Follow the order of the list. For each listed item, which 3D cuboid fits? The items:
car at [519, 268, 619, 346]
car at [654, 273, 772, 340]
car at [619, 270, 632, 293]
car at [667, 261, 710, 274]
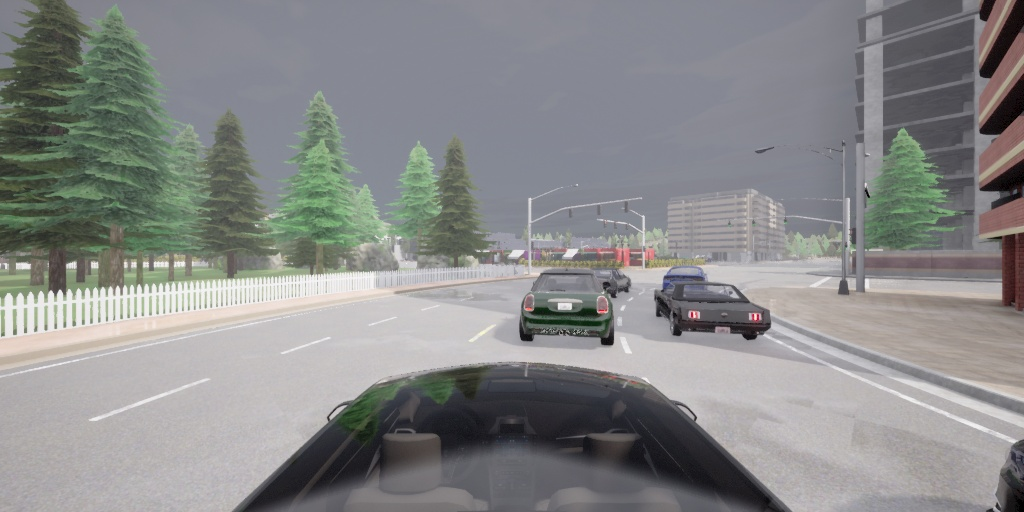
[{"bbox_3d":[1.587,1.102,9.768,2.097,1.767,4.553,0,0,12],"label":"car"},{"bbox_3d":[5.216,1.351,10.072,1.895,1.301,4.718,0,0,14],"label":"car"},{"bbox_3d":[4.808,1.297,18.533,2.033,1.411,5.357,0,0,29],"label":"car"},{"bbox_3d":[9.063,1.228,18.591,1.882,1.535,5.008,0,0,30],"label":"car"}]
